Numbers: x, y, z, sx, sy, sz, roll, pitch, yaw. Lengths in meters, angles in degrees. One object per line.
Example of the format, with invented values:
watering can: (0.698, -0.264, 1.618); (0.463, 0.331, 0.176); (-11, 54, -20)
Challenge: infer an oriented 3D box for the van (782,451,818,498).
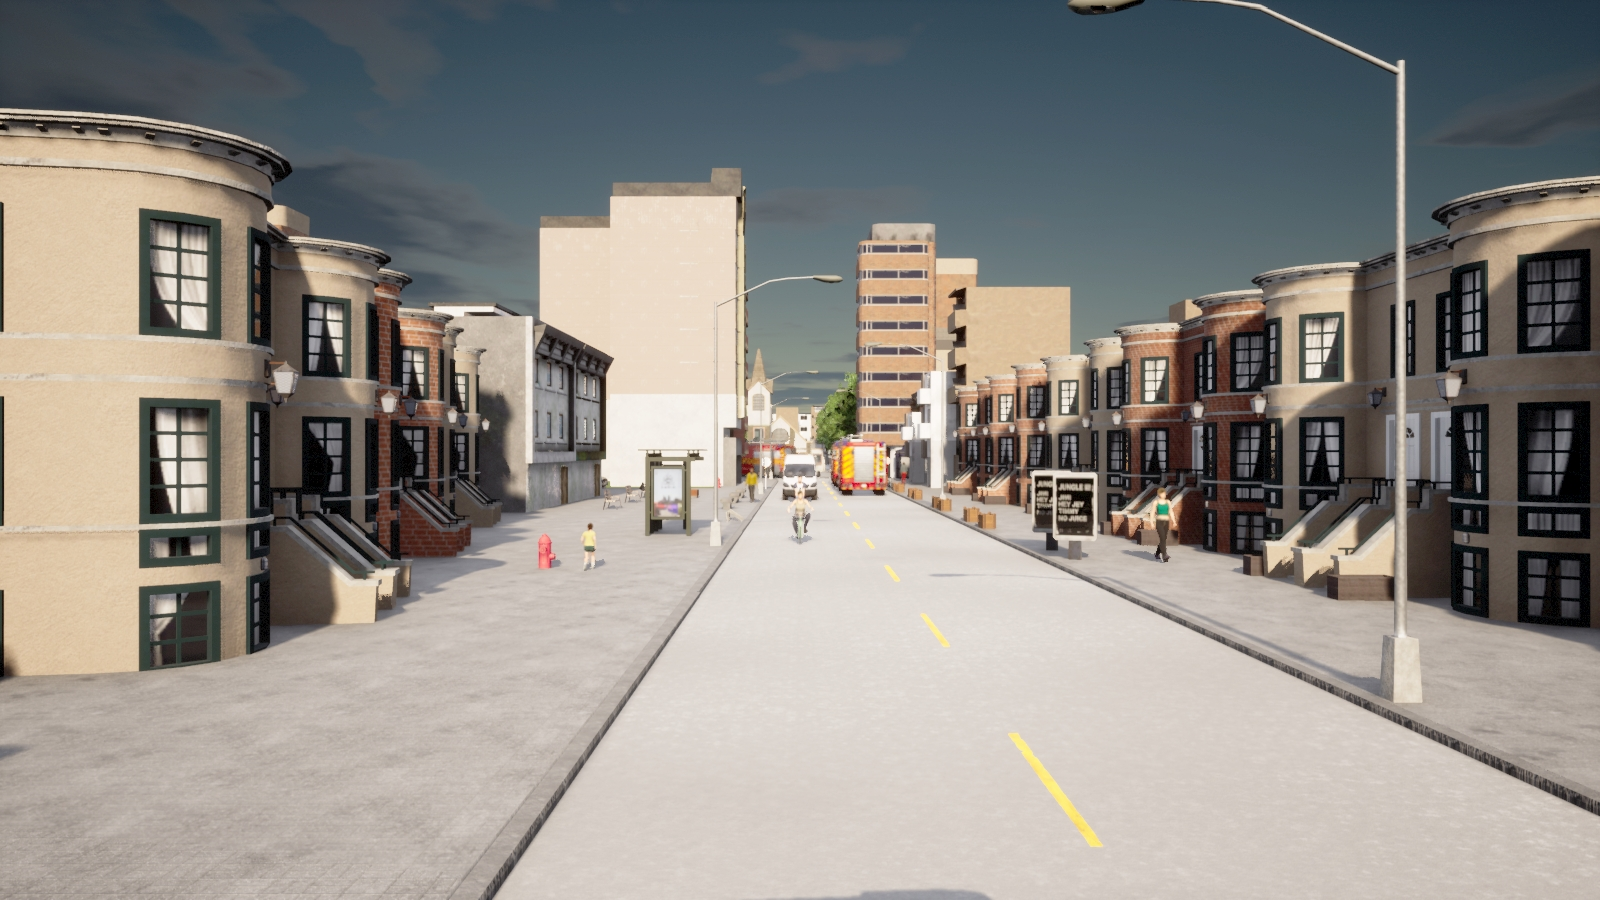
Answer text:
van: (-0.001, 1.341, 65.091); (1.988, 2.561, 5.915); (0, 0, 0)

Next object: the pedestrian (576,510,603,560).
pedestrian: (-4.776, 1.916, 25.919); (0.500, 1.100, 0.500); (0, 0, 2)

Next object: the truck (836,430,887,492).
truck: (3.982, 0.700, 75.284); (2.891, 3.827, 8.468); (0, 0, 0)

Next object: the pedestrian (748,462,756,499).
pedestrian: (-2.447, 1.546, 58.291); (0.375, 1.860, 0.375); (0, 0, 5)

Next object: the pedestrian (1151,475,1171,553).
pedestrian: (8.707, 1.534, 27.571); (0.375, 1.860, 0.375); (0, 0, 2)
